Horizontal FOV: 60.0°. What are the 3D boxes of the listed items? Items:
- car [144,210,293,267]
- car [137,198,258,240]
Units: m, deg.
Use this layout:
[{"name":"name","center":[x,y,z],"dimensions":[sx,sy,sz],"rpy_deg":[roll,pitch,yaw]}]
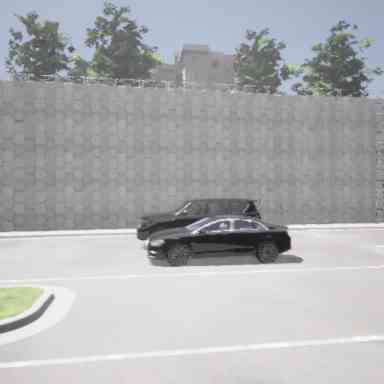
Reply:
[{"name":"car","center":[0.923,1.555,11.300],"dimensions":[4.902,1.511,2.128],"rpy_deg":[0,0,-8]},{"name":"car","center":[0.367,1.308,14.757],"dimensions":[5.566,2.045,2.150],"rpy_deg":[0,0,-8]}]
